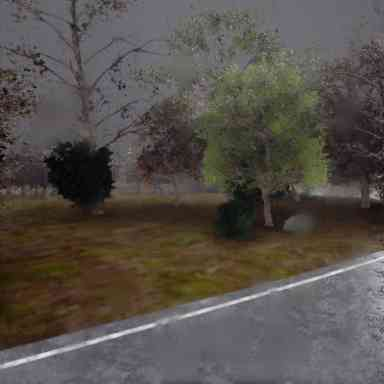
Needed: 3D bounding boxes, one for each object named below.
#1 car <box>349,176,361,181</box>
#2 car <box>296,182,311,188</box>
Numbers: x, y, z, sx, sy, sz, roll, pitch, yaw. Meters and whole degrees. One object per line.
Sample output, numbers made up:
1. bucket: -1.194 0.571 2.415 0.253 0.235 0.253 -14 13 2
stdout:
1. car: 38.597 -3.432 80.845 4.553 1.767 2.097 -4 3 -6
2. car: 24.659 -1.734 73.561 1.895 1.301 4.718 -2 4 40
